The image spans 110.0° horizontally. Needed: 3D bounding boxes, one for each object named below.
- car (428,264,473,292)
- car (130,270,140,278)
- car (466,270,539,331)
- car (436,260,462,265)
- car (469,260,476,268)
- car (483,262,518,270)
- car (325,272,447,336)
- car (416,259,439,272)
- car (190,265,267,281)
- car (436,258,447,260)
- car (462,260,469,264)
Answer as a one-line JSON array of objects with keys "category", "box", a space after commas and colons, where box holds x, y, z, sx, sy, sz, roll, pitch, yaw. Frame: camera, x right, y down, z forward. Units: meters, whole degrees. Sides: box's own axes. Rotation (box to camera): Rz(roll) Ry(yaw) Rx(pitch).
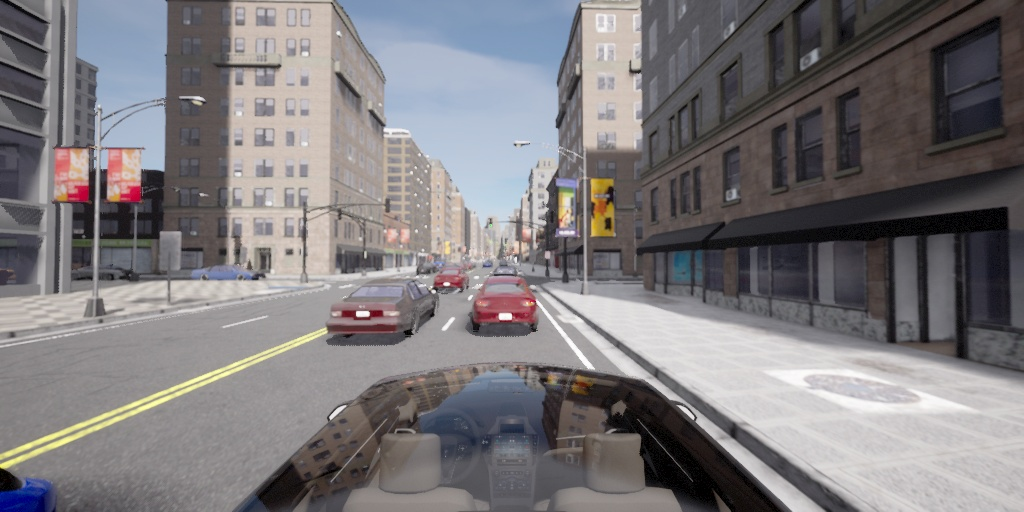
[{"category": "car", "box": [-3.755, 1.439, 22.594, 1.812, 1.442, 4.674, 0, 0, -1]}, {"category": "car", "box": [-33.613, 1.425, 29.661, 4.181, 1.385, 1.994, 0, -1, -2]}, {"category": "car", "box": [-0.216, 1.350, 11.230, 1.812, 1.442, 4.674, 0, 0, -1]}, {"category": "car", "box": [-7.755, 1.552, 44.765, 1.882, 1.535, 5.008, 0, 0, -2]}, {"category": "car", "box": [-8.203, 1.557, 63.846, 2.097, 1.767, 4.553, 0, 0, -1]}, {"category": "car", "box": [-0.313, 1.388, 22.427, 2.128, 1.511, 4.902, 1, 0, 3]}, {"category": "car", "box": [-3.458, 1.371, 10.621, 2.033, 1.411, 5.357, 0, 0, -2]}, {"category": "car", "box": [-11.050, 1.568, 46.470, 1.882, 1.535, 5.008, 0, 0, -1]}, {"category": "car", "box": [-23.646, 1.442, 29.974, 5.357, 1.411, 2.033, 0, -1, 1]}, {"category": "car", "box": [-11.307, 1.381, 56.643, 2.150, 2.045, 5.566, 0, 0, -2]}, {"category": "car", "box": [-7.988, 1.664, 53.968, 1.812, 1.442, 4.674, 0, 0, -1]}]
